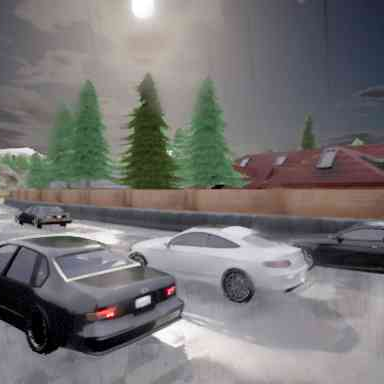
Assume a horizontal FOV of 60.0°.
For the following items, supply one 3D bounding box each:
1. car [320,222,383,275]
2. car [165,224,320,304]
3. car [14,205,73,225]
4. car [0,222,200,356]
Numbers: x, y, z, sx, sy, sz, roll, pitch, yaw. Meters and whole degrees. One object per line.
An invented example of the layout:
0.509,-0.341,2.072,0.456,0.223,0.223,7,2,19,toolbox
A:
4.900,1.549,9.180,4.674,1.442,1.812,0,0,36,car
0.416,1.532,8.182,4.674,1.442,1.812,0,0,37,car
-9.676,1.522,21.482,5.357,1.411,2.033,0,0,44,car
-2.647,1.542,6.105,5.357,1.411,2.033,0,0,38,car
